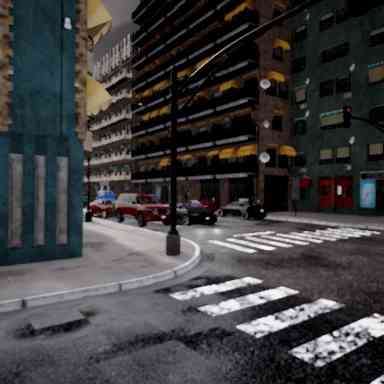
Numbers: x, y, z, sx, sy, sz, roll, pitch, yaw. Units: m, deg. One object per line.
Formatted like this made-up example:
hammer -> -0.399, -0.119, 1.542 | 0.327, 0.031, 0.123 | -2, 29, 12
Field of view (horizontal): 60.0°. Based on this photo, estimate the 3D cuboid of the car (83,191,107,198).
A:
car -> -11.400, 0.833, 36.375 | 2.097, 1.767, 4.553 | 1, 0, -36

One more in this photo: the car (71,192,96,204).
car -> -15.462, 0.821, 47.337 | 1.882, 1.535, 5.008 | 1, 0, -36

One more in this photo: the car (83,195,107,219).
car -> -6.321, 1.181, 24.951 | 1.887, 1.381, 4.507 | 2, 0, -36

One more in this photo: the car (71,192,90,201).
car -> -19.118, 0.766, 56.903 | 1.887, 1.381, 4.507 | 2, 0, -36

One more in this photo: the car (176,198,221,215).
car -> 0.488, 1.285, 29.835 | 1.802, 1.307, 4.206 | 2, 0, -36

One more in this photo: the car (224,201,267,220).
car -> 3.756, 1.350, 25.324 | 1.947, 1.339, 4.313 | 2, 0, -36

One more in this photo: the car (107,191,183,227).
car -> -3.047, 1.032, 20.440 | 2.192, 1.841, 5.009 | 2, 0, -36

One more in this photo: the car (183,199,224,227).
car -> -0.267, 1.318, 20.986 | 1.994, 1.385, 4.181 | 1, 1, -36
